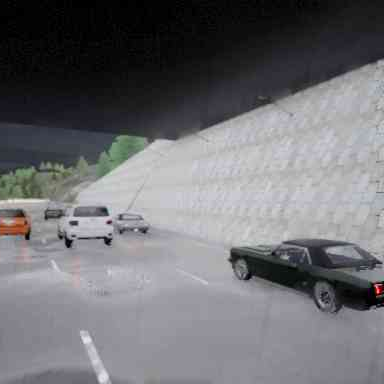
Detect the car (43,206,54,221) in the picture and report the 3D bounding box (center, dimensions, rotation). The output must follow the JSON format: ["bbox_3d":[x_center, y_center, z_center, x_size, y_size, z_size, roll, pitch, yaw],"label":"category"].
[{"bbox_3d":[-15.007,2.274,35.980,2.128,1.511,4.902,1,-1,-27],"label":"car"}]

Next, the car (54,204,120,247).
[{"bbox_3d":[-5.709,1.616,17.497,2.150,2.045,5.566,1,-1,-27],"label":"car"}]

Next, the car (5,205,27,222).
[{"bbox_3d":[-18.378,2.212,34.895,1.882,1.535,5.008,1,-1,-27],"label":"car"}]

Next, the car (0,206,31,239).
[{"bbox_3d":[-10.776,1.769,19.787,2.097,1.767,4.553,1,-2,-27],"label":"car"}]

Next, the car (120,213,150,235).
[{"bbox_3d":[-4.523,2.131,22.918,1.895,1.301,4.718,1,-2,-27],"label":"car"}]

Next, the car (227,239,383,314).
[{"bbox_3d":[2.842,1.822,8.249,1.895,1.301,4.718,1,-2,-27],"label":"car"}]
